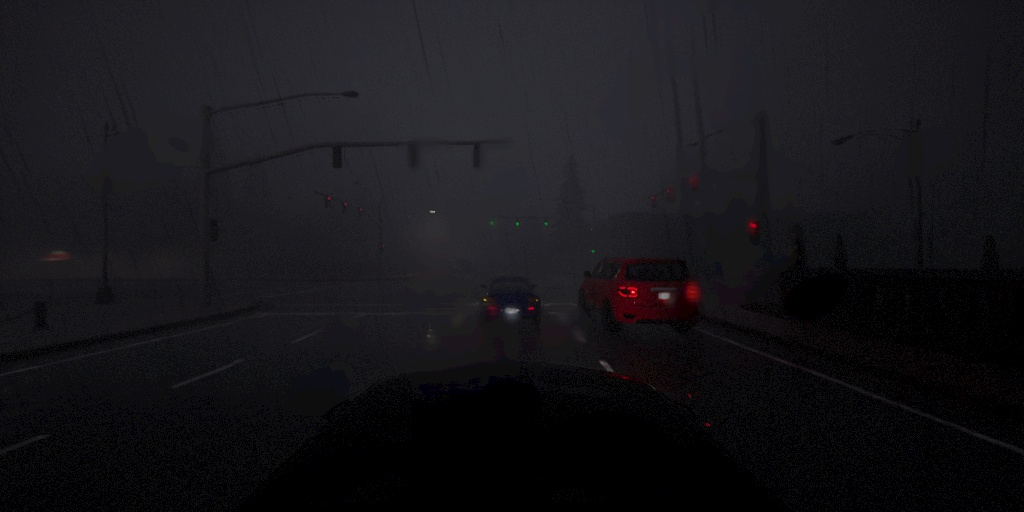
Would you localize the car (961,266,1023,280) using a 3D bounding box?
[{"bbox_3d":[36.398,1.442,26.846,5.357,1.411,2.033,0,-1,0],"label":"car"}]

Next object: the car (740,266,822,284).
[{"bbox_3d":[22.724,1.564,30.428,5.357,1.411,2.033,0,-1,0],"label":"car"}]

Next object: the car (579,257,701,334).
[{"bbox_3d":[3.586,1.058,11.089,2.150,2.045,5.566,0,-1,0],"label":"car"}]

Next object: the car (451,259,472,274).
[{"bbox_3d":[-6.839,1.418,50.081,2.150,2.045,5.566,0,0,-2],"label":"car"}]

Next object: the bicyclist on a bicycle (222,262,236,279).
[{"bbox_3d":[-27.387,1.357,34.689,0.582,1.620,1.656,0,0,0],"label":"bicyclist on a bicycle"}]

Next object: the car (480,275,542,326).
[{"bbox_3d":[-0.089,1.372,12.085,1.812,1.442,4.674,0,-1,-2],"label":"car"}]

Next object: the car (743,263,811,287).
[{"bbox_3d":[20.020,1.337,26.929,4.553,1.767,2.097,0,-1,0],"label":"car"}]
